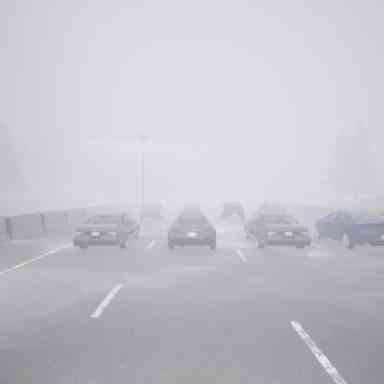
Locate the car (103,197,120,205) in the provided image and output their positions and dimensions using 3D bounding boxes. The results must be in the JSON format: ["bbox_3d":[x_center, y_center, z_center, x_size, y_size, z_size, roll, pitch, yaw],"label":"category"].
[{"bbox_3d":[-17.499,2.160,73.974,2.150,2.045,5.566,0,-2,0],"label":"car"}]

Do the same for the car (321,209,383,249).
[{"bbox_3d":[7.000,1.498,14.546,1.882,1.535,5.008,0,0,0],"label":"car"}]

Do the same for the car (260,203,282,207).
[{"bbox_3d":[7.000,1.684,29.559,2.033,1.411,5.357,0,-1,0],"label":"car"}]

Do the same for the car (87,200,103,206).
[{"bbox_3d":[-20.999,2.461,73.996,2.128,1.511,4.902,0,-2,0],"label":"car"}]

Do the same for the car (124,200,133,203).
[{"bbox_3d":[-13.999,2.489,73.995,1.994,1.385,4.181,0,-2,0],"label":"car"}]

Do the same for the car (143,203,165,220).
[{"bbox_3d":[-3.500,1.684,29.559,2.033,1.411,5.357,0,-1,0],"label":"car"}]

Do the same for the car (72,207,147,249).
[{"bbox_3d":[-3.500,1.576,14.546,2.033,1.411,5.357,0,0,0],"label":"car"}]

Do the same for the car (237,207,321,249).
[{"bbox_3d":[3.500,1.576,14.546,2.033,1.411,5.357,0,0,0],"label":"car"}]

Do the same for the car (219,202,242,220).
[{"bbox_3d":[3.500,1.637,29.559,1.837,1.490,4.892,0,-1,0],"label":"car"}]

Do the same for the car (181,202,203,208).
[{"bbox_3d":[0.000,1.654,29.559,1.812,1.442,4.674,0,-1,0],"label":"car"}]

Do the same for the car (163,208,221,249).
[{"bbox_3d":[0.000,1.585,14.546,1.994,1.385,4.181,0,0,0],"label":"car"}]

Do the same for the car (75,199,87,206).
[{"bbox_3d":[-24.499,2.436,73.997,1.837,1.490,4.892,0,-2,0],"label":"car"}]
